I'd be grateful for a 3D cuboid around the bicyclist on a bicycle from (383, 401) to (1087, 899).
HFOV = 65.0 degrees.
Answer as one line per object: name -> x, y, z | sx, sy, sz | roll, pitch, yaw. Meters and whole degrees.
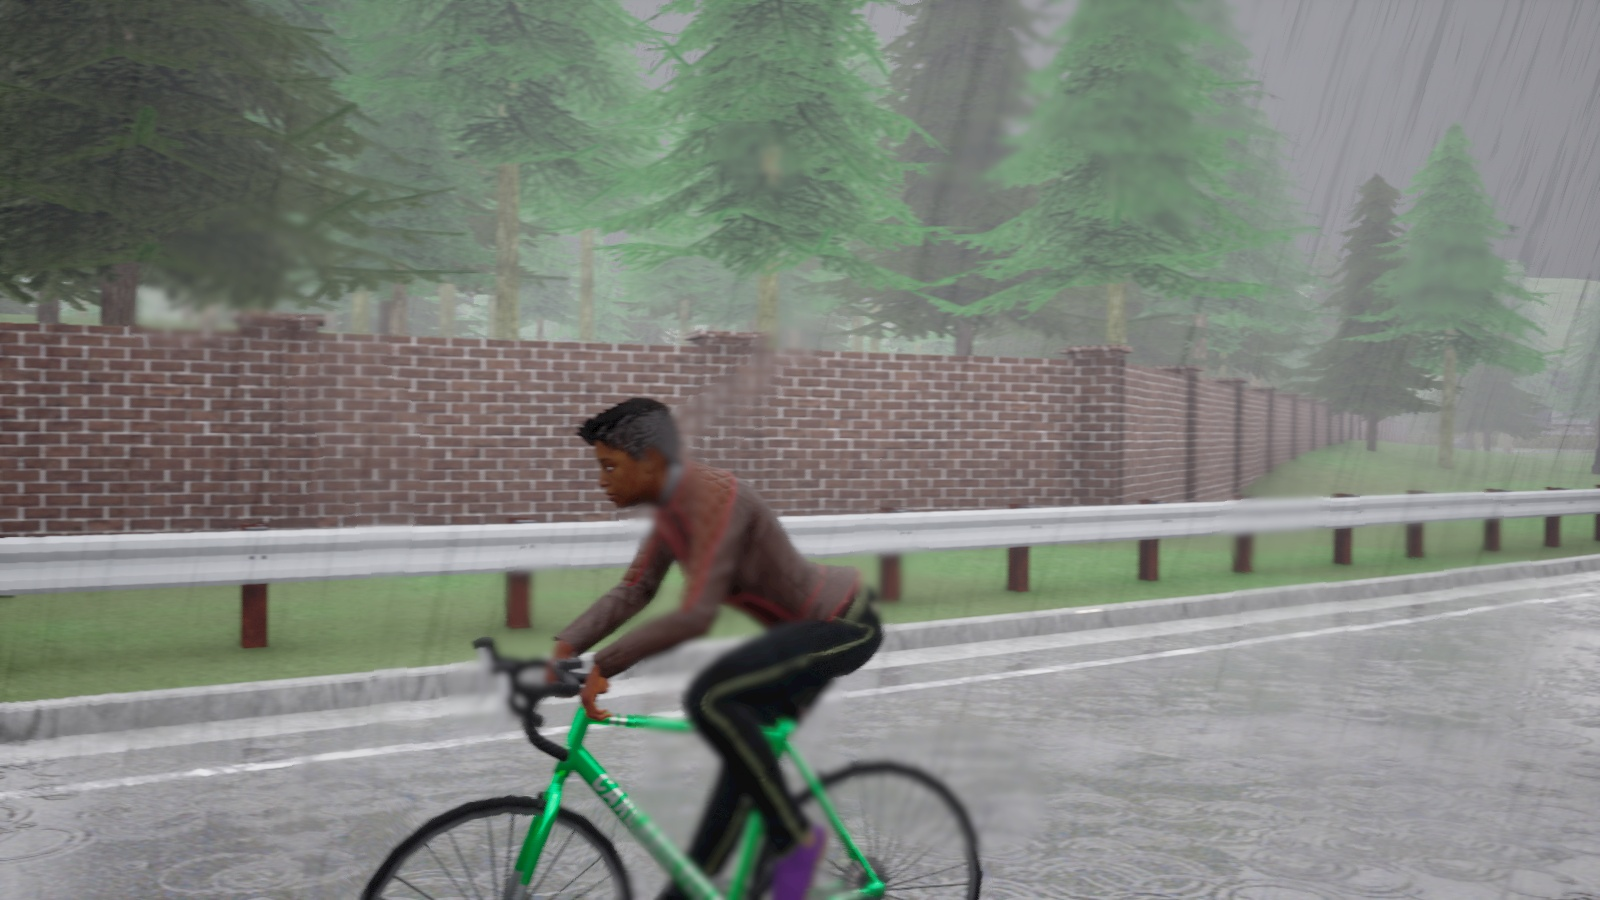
bicyclist on a bicycle -> -0.152, 0.701, 3.181 | 1.656, 1.620, 0.582 | -1, 1, -21
